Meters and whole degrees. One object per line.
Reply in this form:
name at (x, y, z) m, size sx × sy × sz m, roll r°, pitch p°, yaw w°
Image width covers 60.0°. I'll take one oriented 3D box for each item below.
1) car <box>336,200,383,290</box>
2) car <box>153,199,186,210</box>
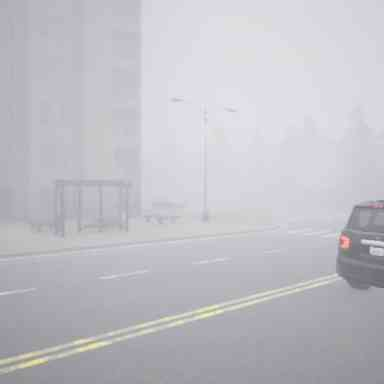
car at (5.657, 1.205, 7.788) m, size 5.566 × 2.045 × 2.150 m, roll 0°, pitch 0°, yaw -36°
car at (-2.822, 1.508, 41.102) m, size 1.895 × 1.301 × 4.718 m, roll 0°, pitch 0°, yaw -41°
